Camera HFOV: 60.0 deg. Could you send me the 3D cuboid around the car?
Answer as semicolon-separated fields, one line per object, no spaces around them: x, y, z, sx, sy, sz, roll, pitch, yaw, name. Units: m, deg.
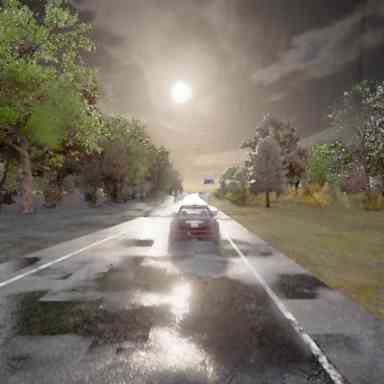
0.103;1.337;15.423;2.097;1.767;4.553;0;0;0;car
